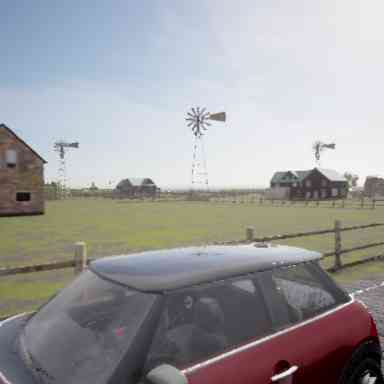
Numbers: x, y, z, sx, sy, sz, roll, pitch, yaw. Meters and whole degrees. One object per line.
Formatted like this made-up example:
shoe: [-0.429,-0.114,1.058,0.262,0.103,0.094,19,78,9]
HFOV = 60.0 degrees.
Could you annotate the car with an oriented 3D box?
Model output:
car: [-0.357,1.355,2.854,4.553,1.767,2.097,0,0,-36]
